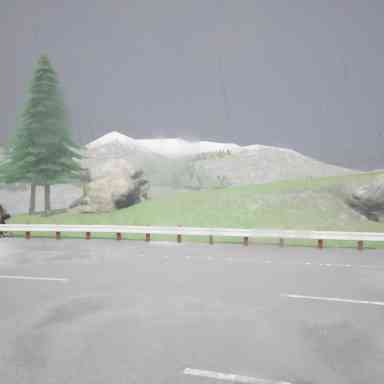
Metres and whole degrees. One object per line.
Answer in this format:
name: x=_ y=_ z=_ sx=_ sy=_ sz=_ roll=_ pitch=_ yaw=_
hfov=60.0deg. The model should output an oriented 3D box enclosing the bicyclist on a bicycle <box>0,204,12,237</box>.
bicyclist on a bicycle: x=-9.207 y=1.434 z=16.105 sx=0.582 sy=1.620 sz=1.656 roll=0 pitch=-6 yaw=6
